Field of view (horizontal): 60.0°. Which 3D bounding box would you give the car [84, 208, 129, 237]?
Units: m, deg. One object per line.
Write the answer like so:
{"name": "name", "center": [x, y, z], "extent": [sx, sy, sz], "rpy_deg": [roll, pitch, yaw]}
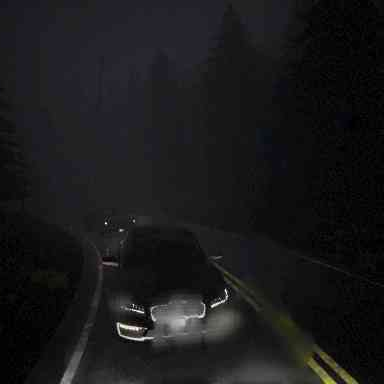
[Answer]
{"name": "car", "center": [-4.620, 1.610, 18.518], "extent": [1.895, 1.301, 4.718], "rpy_deg": [-3, 1, -29]}

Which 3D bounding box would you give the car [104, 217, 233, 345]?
{"name": "car", "center": [-0.642, 1.494, 6.784], "extent": [1.837, 1.490, 4.892], "rpy_deg": [-1, 0, -11]}
